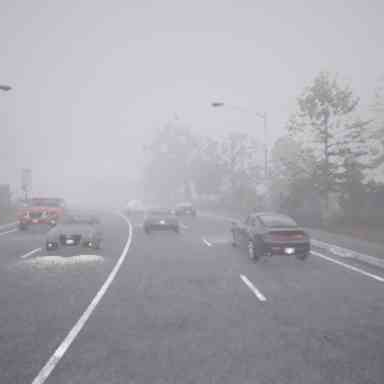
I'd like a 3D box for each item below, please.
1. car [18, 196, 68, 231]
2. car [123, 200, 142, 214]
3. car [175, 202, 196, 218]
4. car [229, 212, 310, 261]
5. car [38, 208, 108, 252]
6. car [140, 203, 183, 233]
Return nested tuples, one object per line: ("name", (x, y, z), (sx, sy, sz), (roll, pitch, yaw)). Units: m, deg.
("car", (-9.515, 1.312, 21.766), (2.150, 2.045, 5.566), (0, 0, -12))
("car", (-6.403, 1.654, 37.253), (1.812, 1.442, 4.674), (0, 0, -19))
("car", (-0.902, 1.625, 31.262), (1.812, 1.442, 4.674), (0, 0, -15))
("car", (2.697, 1.534, 12.494), (1.837, 1.490, 4.892), (0, 0, -6))
("car", (-4.715, 1.619, 14.088), (1.994, 1.385, 4.181), (0, 0, -8))
("car", (-1.965, 1.630, 20.210), (1.994, 1.385, 4.181), (0, 0, -10))
